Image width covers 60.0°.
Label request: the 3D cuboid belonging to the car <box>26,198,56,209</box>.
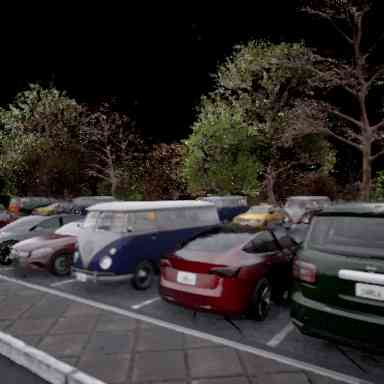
[{"bbox_3d":[-13.511,1.712,33.955,1.946,1.575,5.366,-1,0,36],"label":"car"}]

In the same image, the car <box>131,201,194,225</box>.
[{"bbox_3d":[-2.183,1.575,25.988,2.097,1.535,5.008,-1,0,36],"label":"car"}]

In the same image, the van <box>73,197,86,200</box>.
[{"bbox_3d":[-8.848,1.432,30.957,1.878,1.987,4.442,-1,0,36],"label":"van"}]

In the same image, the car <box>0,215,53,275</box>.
[{"bbox_3d":[-3.243,1.534,10.624,2.002,1.452,4.674,-1,0,36],"label":"car"}]

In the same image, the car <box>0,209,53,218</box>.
[{"bbox_3d":[-5.513,1.552,12.225,2.163,1.488,4.792,-1,0,36],"label":"car"}]

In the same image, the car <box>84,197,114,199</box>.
[{"bbox_3d":[-6.690,1.505,29.213,2.185,1.767,4.553,-1,0,36],"label":"car"}]

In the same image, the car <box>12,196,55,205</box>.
[{"bbox_3d":[-15.633,1.498,35.751,2.435,2.045,5.566,-1,-1,36],"label":"car"}]

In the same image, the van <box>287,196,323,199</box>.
[{"bbox_3d":[6.729,1.239,19.408,1.878,1.987,4.442,-1,0,36],"label":"van"}]

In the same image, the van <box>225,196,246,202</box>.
[{"bbox_3d":[2.377,1.294,22.842,1.878,1.987,4.442,-1,0,36],"label":"van"}]

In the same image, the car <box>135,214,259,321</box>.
[{"bbox_3d":[1.277,1.468,7.390,2.163,1.488,4.792,0,0,36],"label":"car"}]

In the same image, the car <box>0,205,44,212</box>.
[{"bbox_3d":[-9.991,1.577,15.506,2.097,1.535,5.008,-1,0,36],"label":"car"}]

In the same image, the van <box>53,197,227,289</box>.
[{"bbox_3d":[-1.065,1.241,8.903,1.878,1.987,4.442,-1,0,36],"label":"van"}]

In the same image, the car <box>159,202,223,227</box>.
[{"bbox_3d":[0.062,1.549,24.364,2.231,1.521,4.892,-1,0,36],"label":"car"}]

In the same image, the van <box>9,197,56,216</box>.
[{"bbox_3d":[-17.923,1.569,37.518,1.878,1.987,4.442,-1,-1,36],"label":"van"}]

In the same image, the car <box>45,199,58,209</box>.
[{"bbox_3d":[-11.164,1.687,32.479,2.231,1.521,4.892,-1,0,36],"label":"car"}]

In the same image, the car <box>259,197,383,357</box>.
[{"bbox_3d":[3.507,1.175,5.777,2.435,2.045,5.566,0,0,36],"label":"car"}]

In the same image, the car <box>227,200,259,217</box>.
[{"bbox_3d":[4.448,1.489,20.973,1.946,1.575,5.366,-1,0,36],"label":"car"}]

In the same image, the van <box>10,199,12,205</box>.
[{"bbox_3d":[-12.177,1.379,17.224,1.878,1.987,4.442,-1,0,36],"label":"van"}]
